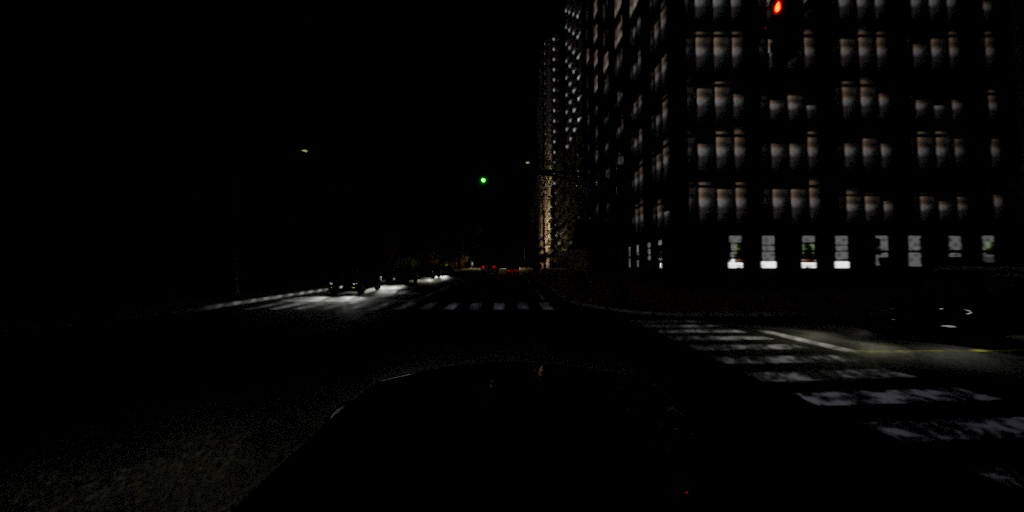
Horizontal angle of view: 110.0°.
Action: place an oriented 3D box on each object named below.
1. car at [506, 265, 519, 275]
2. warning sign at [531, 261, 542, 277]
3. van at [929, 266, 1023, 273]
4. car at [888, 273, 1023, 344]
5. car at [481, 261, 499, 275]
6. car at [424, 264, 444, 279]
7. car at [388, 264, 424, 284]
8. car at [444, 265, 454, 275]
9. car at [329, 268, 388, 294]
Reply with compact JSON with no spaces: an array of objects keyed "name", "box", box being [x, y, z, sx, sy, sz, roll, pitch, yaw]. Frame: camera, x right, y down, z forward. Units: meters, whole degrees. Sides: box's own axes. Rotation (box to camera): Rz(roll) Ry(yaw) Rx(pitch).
[{"name":"car","box":[0.099,2.167,53.862,1.895,1.301,4.718,0,-1,0]},{"name":"warning sign","box":[2.849,1.448,40.675,1.300,1.860,1.060,0,0,0]},{"name":"van","box":[15.942,1.225,11.736,3.998,1.789,1.690,0,0,-1]},{"name":"car","box":[12.635,1.274,9.124,5.008,1.535,1.882,0,-2,1]},{"name":"car","box":[-3.252,1.759,52.221,2.150,2.045,5.566,0,-1,0]},{"name":"car","box":[-9.843,1.716,42.308,2.097,1.767,4.553,0,-1,0]},{"name":"car","box":[-9.848,1.693,32.432,2.128,1.511,4.902,0,-1,0]},{"name":"car","box":[-9.803,2.039,52.692,2.128,1.511,4.902,0,-1,0]},{"name":"car","box":[-9.862,1.560,22.971,1.837,1.490,4.892,0,-1,-2]}]
